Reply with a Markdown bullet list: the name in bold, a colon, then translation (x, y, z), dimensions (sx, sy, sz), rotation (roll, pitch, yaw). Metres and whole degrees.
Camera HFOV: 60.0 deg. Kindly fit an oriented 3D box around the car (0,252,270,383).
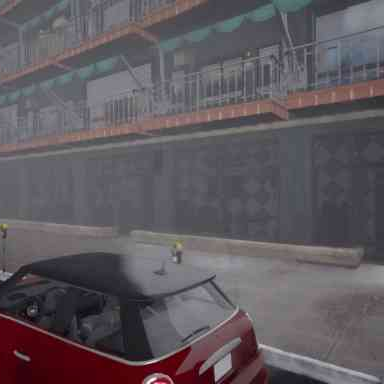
- **car**: translation (-1.331, 1.440, 3.817), dimensions (4.097, 1.590, 1.967), rotation (0, 0, 35)
